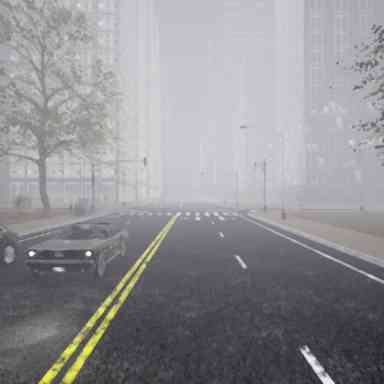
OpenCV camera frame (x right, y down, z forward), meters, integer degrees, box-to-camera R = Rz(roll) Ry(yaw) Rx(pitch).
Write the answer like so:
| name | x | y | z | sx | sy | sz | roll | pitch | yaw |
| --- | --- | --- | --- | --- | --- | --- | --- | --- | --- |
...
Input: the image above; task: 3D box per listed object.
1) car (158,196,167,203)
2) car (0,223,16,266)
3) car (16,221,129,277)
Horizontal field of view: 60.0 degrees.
| name | x | y | z | sx | sy | sz | roll | pitch | yaw |
| --- | --- | --- | --- | --- | --- | --- | --- | --- | --- |
| car | -7.358 | 1.862 | 83.041 | 1.837 | 1.490 | 4.892 | 0 | 0 | -1 |
| car | -6.601 | 1.554 | 9.029 | 1.837 | 1.490 | 4.892 | 0 | 0 | 0 |
| car | -3.352 | 1.658 | 10.596 | 1.895 | 1.301 | 4.718 | 0 | 0 | 0 |
